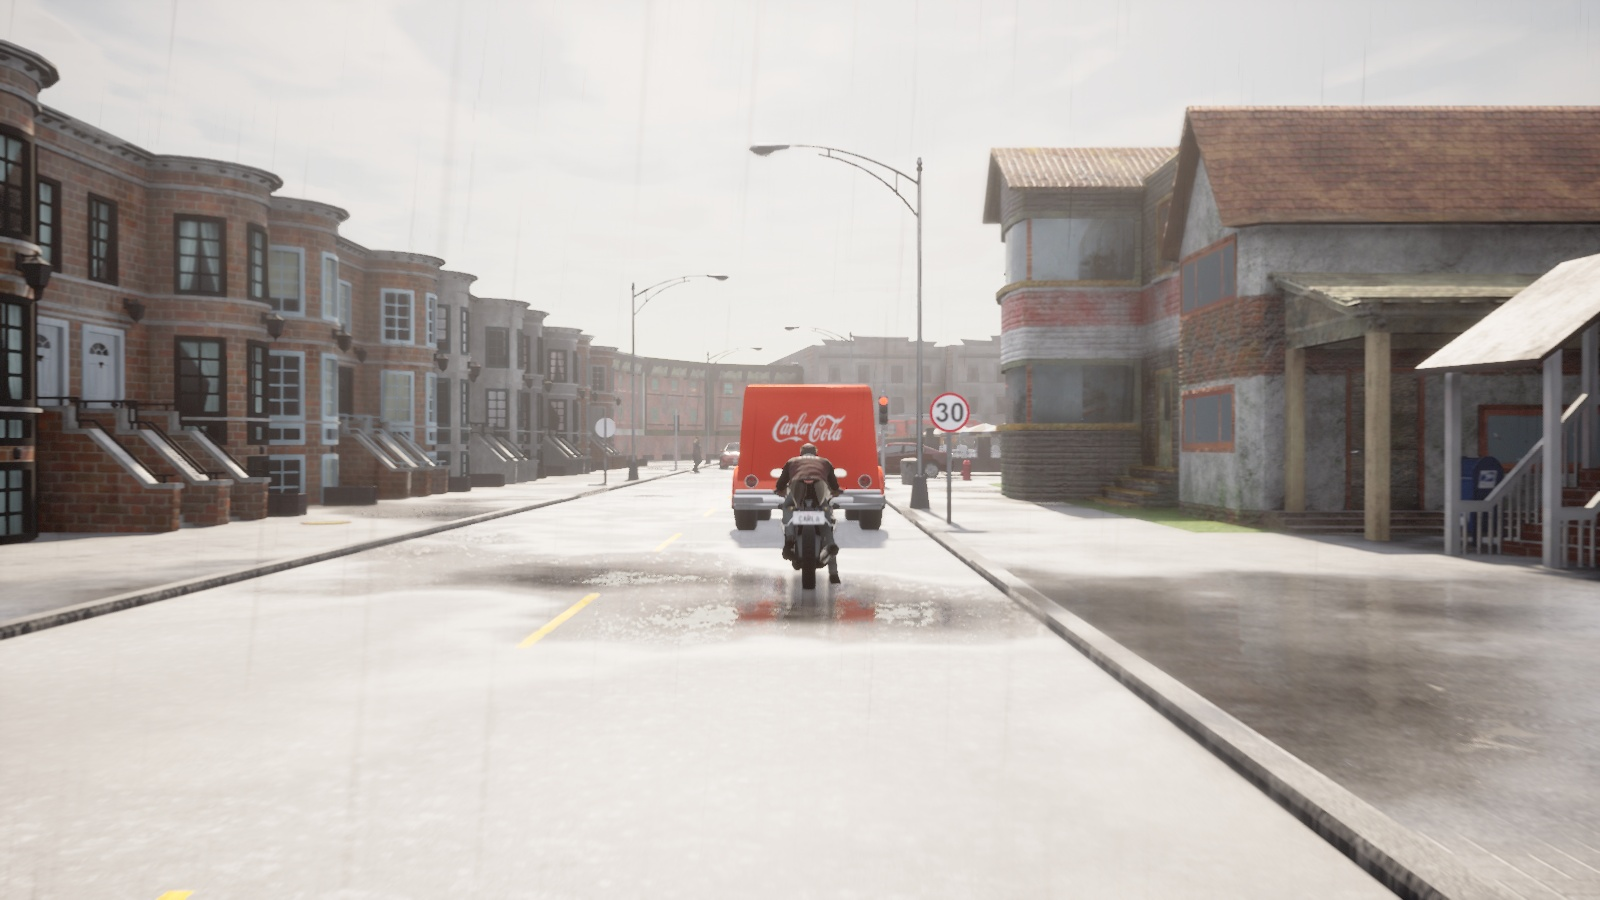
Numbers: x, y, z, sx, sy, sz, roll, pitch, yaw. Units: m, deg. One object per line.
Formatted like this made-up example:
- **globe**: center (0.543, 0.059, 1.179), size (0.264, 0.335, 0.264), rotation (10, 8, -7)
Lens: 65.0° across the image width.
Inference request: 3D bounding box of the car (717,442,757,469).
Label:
- **car**: center (-3.588, 0.283, 72.375), size (2.007, 1.525, 4.514), rotation (0, 0, 1)

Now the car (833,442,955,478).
- **car**: center (3.961, 0.425, 53.680), size (5.008, 1.535, 1.882), rotation (0, 0, -3)

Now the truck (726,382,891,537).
- **truck**: center (0.146, 0.133, 22.568), size (2.627, 2.467, 5.204), rotation (0, 0, 0)

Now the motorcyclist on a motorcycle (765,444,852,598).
- **motorcyclist on a motorcycle**: center (0.094, 0.705, 13.605), size (0.866, 1.530, 2.191), rotation (0, 0, 0)

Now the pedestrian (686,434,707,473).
- **pedestrian**: center (-5.128, 0.166, 62.339), size (0.873, 1.952, 0.659), rotation (0, 0, 14)
